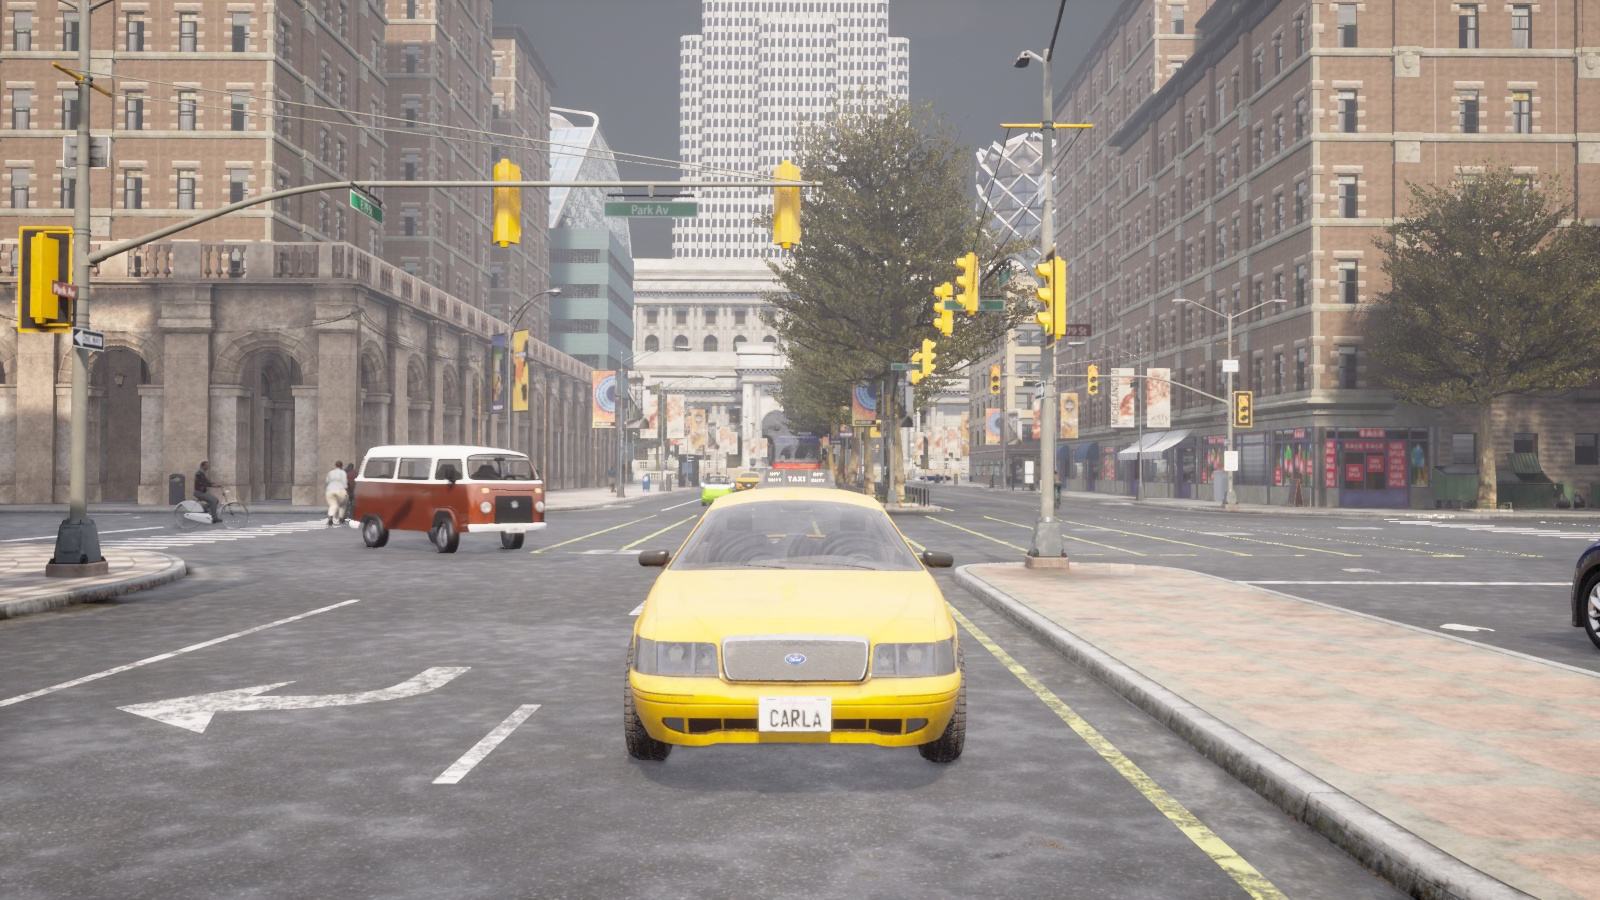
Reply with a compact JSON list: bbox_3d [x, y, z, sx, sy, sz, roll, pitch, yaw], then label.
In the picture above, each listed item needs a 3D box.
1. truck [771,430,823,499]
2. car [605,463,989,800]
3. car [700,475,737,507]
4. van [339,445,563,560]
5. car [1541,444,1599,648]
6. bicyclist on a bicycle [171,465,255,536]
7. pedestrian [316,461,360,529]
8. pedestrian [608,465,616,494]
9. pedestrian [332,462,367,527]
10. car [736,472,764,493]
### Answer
[{"bbox_3d":[-0.171,0.892,74.123,2.891,3.827,8.468,0,-1,0],"label":"truck"},{"bbox_3d":[-0.020,0.898,8.598,1.801,1.575,5.366,0,-1,0],"label":"car"},{"bbox_3d":[-3.627,1.823,56.088,1.481,1.376,2.207,0,-1,0],"label":"car"},{"bbox_3d":[-6.882,0.977,24.546,4.480,2.038,2.069,-1,-2,41],"label":"van"},{"bbox_3d":[7.978,0.799,9.444,2.097,1.767,4.553,0,-1,0],"label":"car"},{"bbox_3d":[-15.024,1.284,32.164,1.843,1.776,0.659,0,-1,-5],"label":"bicyclist on a bicycle"},{"bbox_3d":[-12.820,1.241,34.874,0.874,1.855,0.900,0,-1,3],"label":"pedestrian"},{"bbox_3d":[-11.640,1.822,77.847,0.370,1.835,0.726,0,-1,2],"label":"pedestrian"},{"bbox_3d":[-12.865,1.262,35.883,0.634,1.844,0.899,0,-1,1],"label":"pedestrian"},{"bbox_3d":[-3.712,2.369,93.228,1.882,1.535,5.008,0,-1,0],"label":"car"}]
